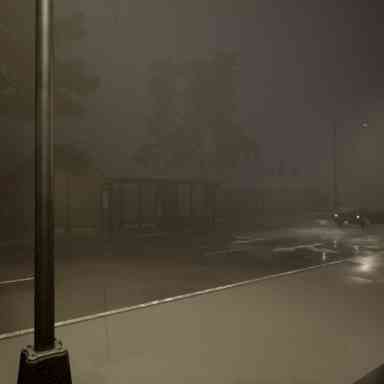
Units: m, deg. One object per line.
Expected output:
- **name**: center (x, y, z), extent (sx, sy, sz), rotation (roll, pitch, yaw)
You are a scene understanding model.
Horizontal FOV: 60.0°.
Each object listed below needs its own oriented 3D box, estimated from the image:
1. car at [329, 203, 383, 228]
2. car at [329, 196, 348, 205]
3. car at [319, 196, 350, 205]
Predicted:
- **car**: center (11.477, 1.601, 22.179), extent (4.718, 1.301, 1.895), rotation (0, 0, -36)
- **car**: center (21.363, 1.564, 50.236), extent (1.994, 1.385, 4.181), rotation (0, 0, -36)
- **car**: center (26.305, 1.488, 61.709), extent (2.128, 1.511, 4.902), rotation (0, 0, -36)
